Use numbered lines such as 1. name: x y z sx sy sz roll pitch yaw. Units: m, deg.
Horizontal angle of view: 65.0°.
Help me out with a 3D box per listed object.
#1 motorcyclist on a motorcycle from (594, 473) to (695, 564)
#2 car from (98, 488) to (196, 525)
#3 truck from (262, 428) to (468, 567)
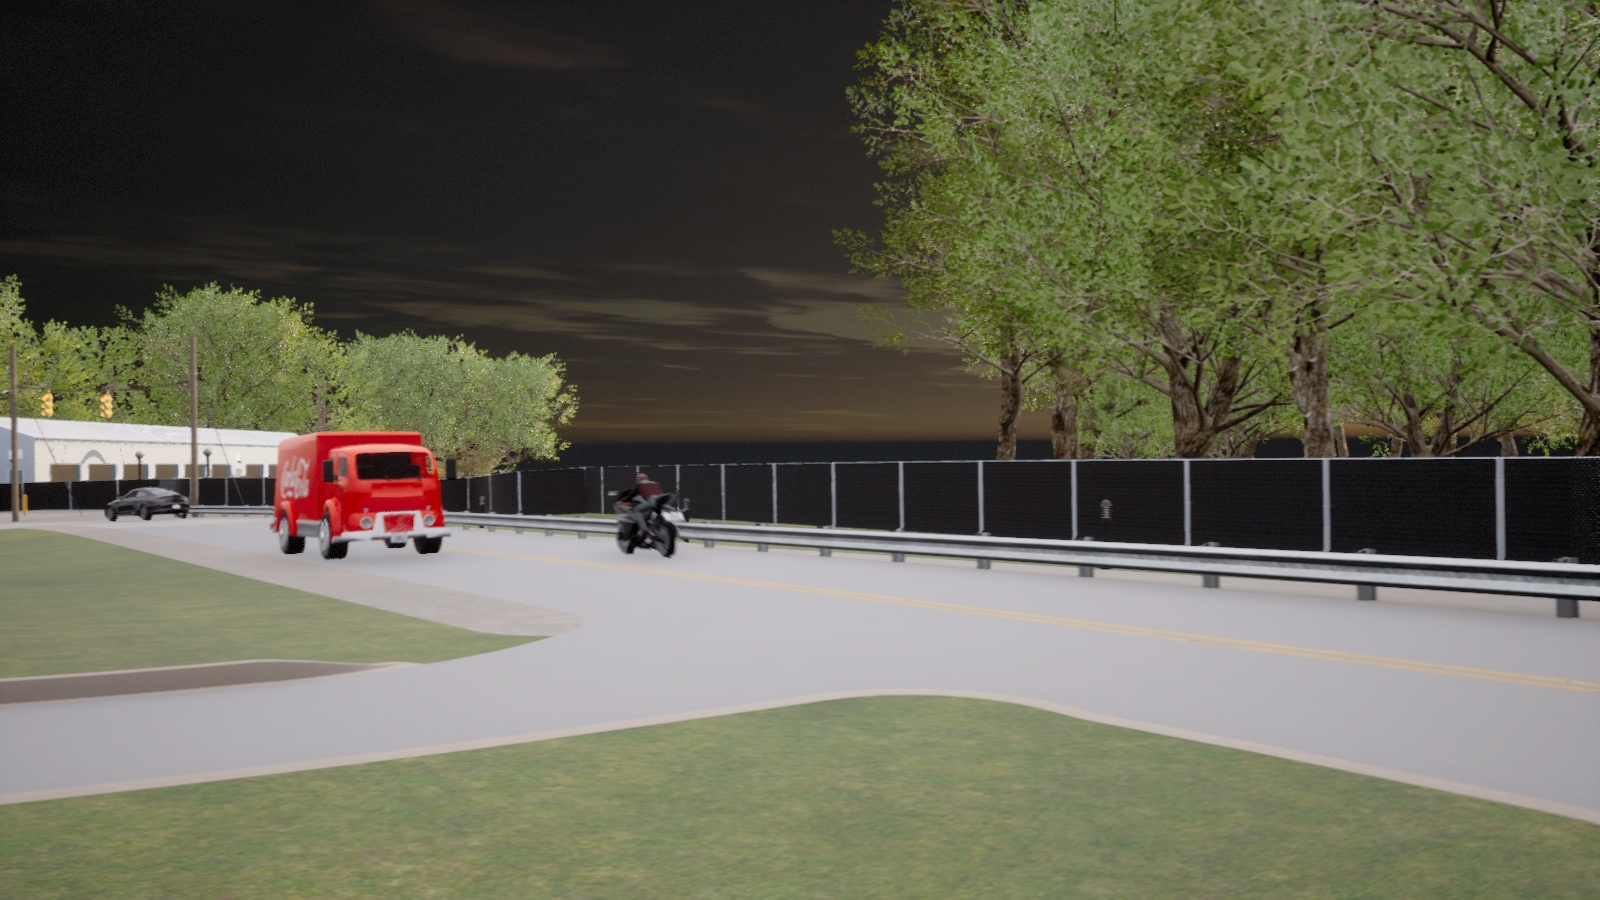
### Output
1. motorcyclist on a motorcycle: -2.837 1.213 22.705 0.866 1.530 2.191 -1 -1 -34
2. car: -28.897 2.506 55.544 4.674 1.442 1.812 -3 -1 34
3. truck: -8.922 0.913 25.428 2.627 2.467 5.204 -1 -1 -34
